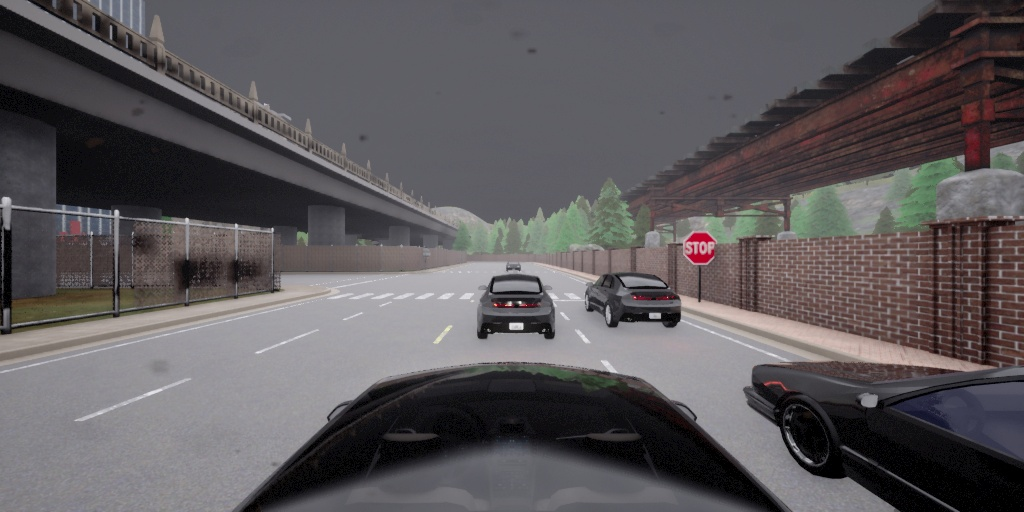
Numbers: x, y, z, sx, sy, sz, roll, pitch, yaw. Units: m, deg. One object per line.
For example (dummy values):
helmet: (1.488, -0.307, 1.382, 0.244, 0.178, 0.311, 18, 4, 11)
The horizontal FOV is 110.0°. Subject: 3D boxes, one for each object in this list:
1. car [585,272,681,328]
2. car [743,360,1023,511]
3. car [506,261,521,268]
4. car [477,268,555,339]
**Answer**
car: (3.598, 1.255, 11.421, 1.837, 1.490, 4.892, 0, 0, 0)
car: (3.600, 1.297, 1.675, 2.033, 1.411, 5.357, 0, 0, 0)
car: (0.173, 1.351, 46.340, 1.895, 1.301, 4.718, 0, 0, -1)
car: (0.096, 1.255, 10.061, 1.837, 1.490, 4.892, 0, 0, 0)
